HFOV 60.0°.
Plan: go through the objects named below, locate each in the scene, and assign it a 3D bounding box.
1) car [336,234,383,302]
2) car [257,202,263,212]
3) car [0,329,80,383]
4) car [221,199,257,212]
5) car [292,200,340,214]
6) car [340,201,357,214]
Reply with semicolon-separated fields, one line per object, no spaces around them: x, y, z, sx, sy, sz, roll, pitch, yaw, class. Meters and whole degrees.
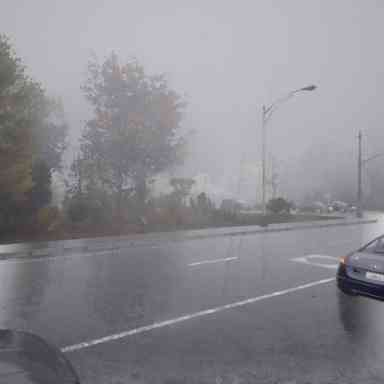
5.129;1.574;7.412;4.181;1.385;1.994;0;0;-34;car
10.808;2.149;48.491;2.128;1.511;4.902;0;-3;-32;car
-3.033;1.505;1.581;4.892;1.490;1.837;0;0;-36;car
6.478;1.993;48.793;2.150;2.045;5.566;0;-3;-32;car
13.559;1.741;37.556;2.128;1.511;4.902;0;-2;-32;car
16.739;1.741;39.058;2.128;1.511;4.902;0;-2;-34;car
